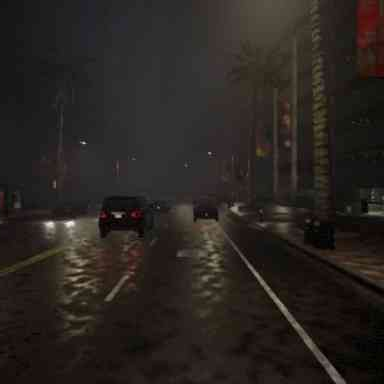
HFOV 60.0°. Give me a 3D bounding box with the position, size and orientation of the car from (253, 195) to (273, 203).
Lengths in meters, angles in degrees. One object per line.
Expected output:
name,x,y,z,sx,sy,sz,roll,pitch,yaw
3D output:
car,14.295,1.430,67.417,5.008,1.535,1.882,0,0,-35

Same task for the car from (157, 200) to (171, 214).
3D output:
car,-3.385,1.543,35.722,1.994,1.385,4.181,0,0,0

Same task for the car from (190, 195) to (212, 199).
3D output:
car,1.046,1.457,36.246,1.882,1.535,5.008,0,0,0

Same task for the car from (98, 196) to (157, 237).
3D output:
car,-3.402,1.210,18.029,2.150,2.045,5.566,0,0,0

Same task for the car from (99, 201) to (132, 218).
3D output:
car,-7.047,1.546,31.045,1.994,1.385,4.181,0,0,1

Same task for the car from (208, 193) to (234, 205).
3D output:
car,4.483,1.190,56.733,2.150,2.045,5.566,0,0,33

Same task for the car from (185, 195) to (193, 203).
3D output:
car,0.611,1.315,69.054,2.097,1.767,4.553,0,0,40

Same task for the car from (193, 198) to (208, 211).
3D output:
car,1.120,1.502,41.820,1.812,1.442,4.674,0,0,4

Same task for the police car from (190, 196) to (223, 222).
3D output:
police car,1.047,1.410,26.355,1.930,1.638,5.238,0,0,0

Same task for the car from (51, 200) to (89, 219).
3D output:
car,-10.570,1.460,29.031,1.882,1.535,5.008,0,0,0
